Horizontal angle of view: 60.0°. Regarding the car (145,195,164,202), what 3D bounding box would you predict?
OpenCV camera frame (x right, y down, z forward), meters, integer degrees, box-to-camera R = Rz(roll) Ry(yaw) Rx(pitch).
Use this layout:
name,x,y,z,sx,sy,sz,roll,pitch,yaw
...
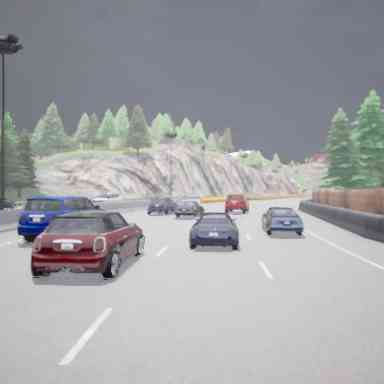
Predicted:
name,x,y,z,sx,sy,sz,roll,pitch,yaw
car,-8.801,1.480,78.791,2.033,1.411,5.357,0,0,26

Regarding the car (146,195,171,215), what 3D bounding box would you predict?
name,x,y,z,sx,sy,sz,roll,pitch,yaw
car,-2.841,1.340,33.676,2.097,1.767,4.553,0,0,13

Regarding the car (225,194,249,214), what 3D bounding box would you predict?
name,x,y,z,sx,sy,sz,roll,pitch,yaw
car,4.975,1.229,36.322,2.150,2.045,5.566,0,0,15

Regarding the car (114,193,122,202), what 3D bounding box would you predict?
name,x,y,z,sx,sy,sz,roll,pitch,yaw
car,-11.286,1.187,43.889,2.150,2.045,5.566,0,0,16

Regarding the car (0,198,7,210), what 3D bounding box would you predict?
name,x,y,z,sx,sy,sz,roll,pitch,yaw
car,-23.198,1.462,39.677,1.812,1.442,4.674,0,0,14

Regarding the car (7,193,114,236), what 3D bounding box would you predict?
name,x,y,z,sx,sy,sz,roll,pitch,yaw
car,-5.892,1.204,15.916,2.150,2.045,5.566,0,0,6

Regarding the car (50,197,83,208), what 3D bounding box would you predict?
name,x,y,z,sx,sy,sz,roll,pitch,yaw
car,-17.640,1.475,46.993,1.812,1.442,4.674,0,0,16

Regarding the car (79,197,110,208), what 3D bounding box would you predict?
name,x,y,z,sx,sy,sz,roll,pitch,yaw
car,-13.826,1.466,47.567,1.837,1.490,4.892,0,-1,17

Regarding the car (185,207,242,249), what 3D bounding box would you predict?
name,x,y,z,sx,sy,sz,roll,pitch,yaw
car,1.016,1.564,14.563,1.994,1.385,4.181,0,0,6

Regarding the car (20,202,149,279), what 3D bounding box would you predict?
name,x,y,z,sx,sy,sz,roll,pitch,yaw
car,-2.892,1.343,10.217,2.097,1.767,4.553,0,0,4

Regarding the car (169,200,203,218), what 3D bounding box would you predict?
name,x,y,z,sx,sy,sz,roll,pitch,yaw
car,-0.146,1.543,29.925,2.033,1.411,5.357,0,0,12

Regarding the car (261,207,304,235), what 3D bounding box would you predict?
name,x,y,z,sx,sy,sz,roll,pitch,yaw
car,5.017,1.557,18.871,2.033,1.411,5.357,0,0,8
